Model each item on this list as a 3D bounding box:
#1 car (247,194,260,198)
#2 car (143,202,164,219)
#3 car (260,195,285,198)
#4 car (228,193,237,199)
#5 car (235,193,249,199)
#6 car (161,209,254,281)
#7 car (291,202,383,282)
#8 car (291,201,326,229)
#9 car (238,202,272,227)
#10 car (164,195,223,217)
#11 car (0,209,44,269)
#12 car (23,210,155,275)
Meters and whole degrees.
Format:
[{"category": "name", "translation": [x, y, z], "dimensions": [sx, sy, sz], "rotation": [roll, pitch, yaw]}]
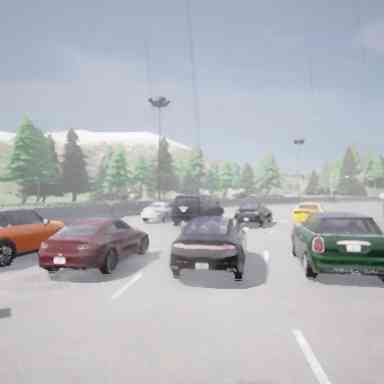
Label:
[{"category": "car", "translation": [14.010, 1.450, 67.700], "dimensions": [4.674, 1.442, 1.812], "rotation": [0, 0, -36]}, {"category": "car", "translation": [-2.153, 1.498, 25.499], "dimensions": [1.812, 1.442, 4.674], "rotation": [0, 0, 23]}, {"category": "car", "translation": [16.118, 1.282, 64.877], "dimensions": [4.553, 1.767, 2.097], "rotation": [0, 0, -36]}, {"category": "car", "translation": [10.475, 1.145, 73.762], "dimensions": [5.566, 2.045, 2.150], "rotation": [0, 0, -36]}, {"category": "car", "translation": [12.257, 1.462, 70.735], "dimensions": [5.357, 1.411, 2.033], "rotation": [0, 0, -36]}, {"category": "car", "translation": [0.667, 1.480, 9.956], "dimensions": [2.128, 1.511, 4.902], "rotation": [0, 0, 11]}, {"category": "car", "translation": [4.246, 1.343, 9.998], "dimensions": [2.097, 1.767, 4.553], "rotation": [0, 0, 11]}, {"category": "car", "translation": [8.088, 1.452, 22.810], "dimensions": [1.882, 1.535, 5.008], "rotation": [0, 0, 23]}, {"category": "car", "translation": [4.275, 1.467, 22.763], "dimensions": [2.128, 1.511, 4.902], "rotation": [0, 0, 23]}, {"category": "car", "translation": [0.479, 1.198, 22.791], "dimensions": [2.150, 2.045, 5.566], "rotation": [0, 0, 22]}, {"category": "car", "translation": [-6.149, 1.339, 11.444], "dimensions": [2.097, 1.767, 4.553], "rotation": [0, 0, 11]}, {"category": "car", "translation": [-2.810, 1.515, 10.374], "dimensions": [1.812, 1.442, 4.674], "rotation": [0, 0, 11]}]
